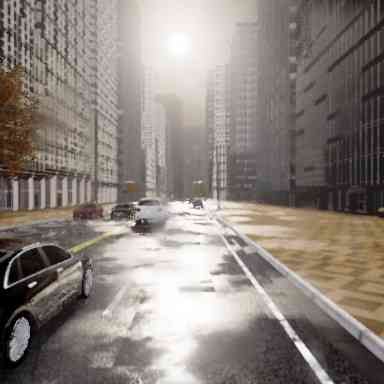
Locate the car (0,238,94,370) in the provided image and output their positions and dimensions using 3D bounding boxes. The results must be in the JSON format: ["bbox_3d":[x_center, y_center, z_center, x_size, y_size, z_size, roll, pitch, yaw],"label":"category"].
[{"bbox_3d":[-3.165,1.566,5.762,1.837,1.490,4.892,0,0,0],"label":"car"}]

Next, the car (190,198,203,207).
[{"bbox_3d":[1.134,2.136,65.293,1.882,1.535,5.008,0,-1,0],"label":"car"}]

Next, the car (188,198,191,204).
[{"bbox_3d":[-0.004,2.282,84.595,1.812,1.442,4.674,0,-1,0],"label":"car"}]

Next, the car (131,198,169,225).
[{"bbox_3d":[-3.150,1.495,26.983,2.150,2.045,5.566,0,0,0],"label":"car"}]

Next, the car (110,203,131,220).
[{"bbox_3d":[-6.595,1.829,32.220,1.837,1.490,4.892,0,-1,0],"label":"car"}]

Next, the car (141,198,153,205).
[{"bbox_3d":[-9.754,2.093,72.417,2.033,1.411,5.357,0,-1,0],"label":"car"}]

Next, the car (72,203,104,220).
[{"bbox_3d":[-9.846,1.799,31.927,1.882,1.535,5.008,0,-1,0],"label":"car"}]

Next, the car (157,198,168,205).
[{"bbox_3d":[-6.503,2.076,72.832,1.994,1.385,4.181,0,-1,0],"label":"car"}]
